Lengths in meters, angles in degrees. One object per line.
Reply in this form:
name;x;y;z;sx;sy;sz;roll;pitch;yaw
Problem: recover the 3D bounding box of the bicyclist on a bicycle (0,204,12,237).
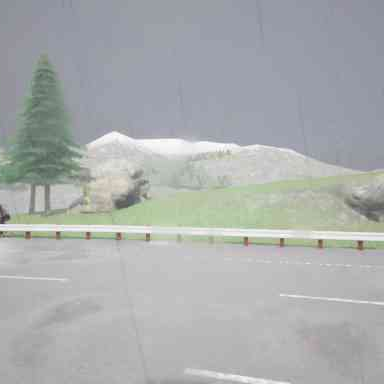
bicyclist on a bicycle;-9.205;1.435;16.094;0.582;1.620;1.656;0;-4;5
